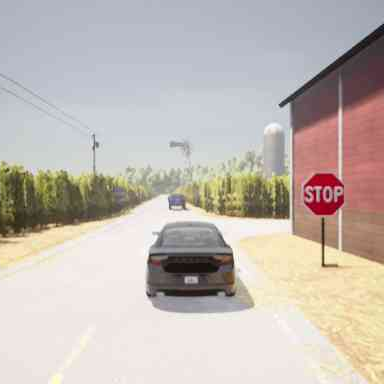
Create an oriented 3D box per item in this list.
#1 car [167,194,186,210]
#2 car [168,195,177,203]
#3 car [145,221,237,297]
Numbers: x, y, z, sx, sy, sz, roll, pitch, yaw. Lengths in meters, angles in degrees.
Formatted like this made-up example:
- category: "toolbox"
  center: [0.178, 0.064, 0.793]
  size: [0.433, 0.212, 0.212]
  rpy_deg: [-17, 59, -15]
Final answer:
- category: "car"
  center: [-2.020, 1.228, 44.342]
  size: [2.150, 2.045, 5.566]
  rpy_deg: [0, 0, -5]
- category: "car"
  center: [-4.218, 1.488, 70.405]
  size: [1.882, 1.535, 5.008]
  rpy_deg: [0, 0, -5]
- category: "car"
  center: [-0.053, 1.479, 8.632]
  size: [1.882, 1.535, 5.008]
  rpy_deg: [0, 0, -1]
